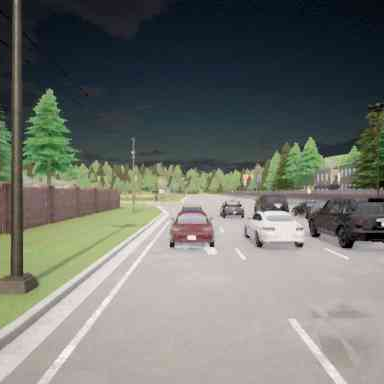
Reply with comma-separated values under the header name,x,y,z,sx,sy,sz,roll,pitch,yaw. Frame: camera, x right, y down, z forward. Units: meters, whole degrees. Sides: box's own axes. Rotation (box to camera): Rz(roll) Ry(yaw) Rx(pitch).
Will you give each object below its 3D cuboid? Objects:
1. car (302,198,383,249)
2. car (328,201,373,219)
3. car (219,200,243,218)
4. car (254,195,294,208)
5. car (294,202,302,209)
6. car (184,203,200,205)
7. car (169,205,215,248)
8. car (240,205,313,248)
name,x,y,z,sx,sy,sz,roll,pitch,yaw
car,7.000,1.255,14.680,2.150,2.045,5.566,0,0,0
car,14.000,1.570,29.650,1.994,1.385,4.181,0,0,0
car,3.500,1.493,29.650,2.128,1.511,4.902,0,0,0
car,7.000,1.255,29.680,2.150,2.045,5.566,0,0,0
car,10.500,1.561,29.650,2.033,1.411,5.357,0,0,0
car,0.000,1.614,29.680,1.895,1.301,4.718,0,0,0
car,0.000,1.530,14.650,1.812,1.442,4.674,0,0,0
car,3.500,1.530,14.650,1.812,1.442,4.674,0,0,0
